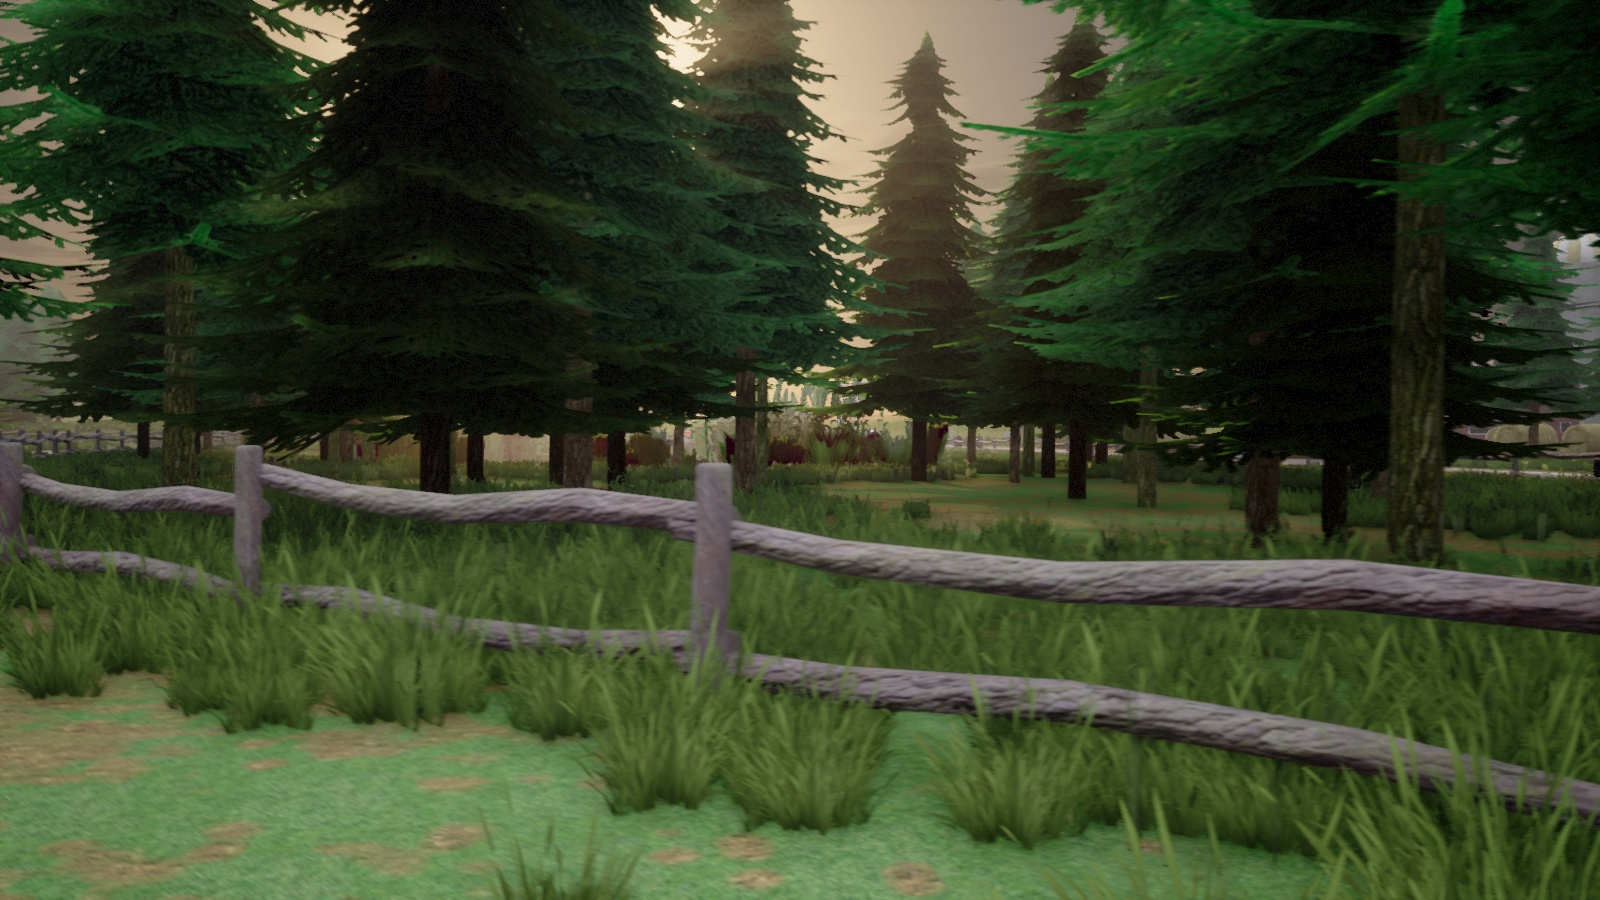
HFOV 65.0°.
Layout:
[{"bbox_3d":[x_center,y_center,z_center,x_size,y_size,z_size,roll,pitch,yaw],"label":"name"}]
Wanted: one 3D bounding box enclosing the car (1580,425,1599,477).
[{"bbox_3d":[24.057,0.036,34.235,2.163,1.488,4.792,-1,1,-8],"label":"car"}]
